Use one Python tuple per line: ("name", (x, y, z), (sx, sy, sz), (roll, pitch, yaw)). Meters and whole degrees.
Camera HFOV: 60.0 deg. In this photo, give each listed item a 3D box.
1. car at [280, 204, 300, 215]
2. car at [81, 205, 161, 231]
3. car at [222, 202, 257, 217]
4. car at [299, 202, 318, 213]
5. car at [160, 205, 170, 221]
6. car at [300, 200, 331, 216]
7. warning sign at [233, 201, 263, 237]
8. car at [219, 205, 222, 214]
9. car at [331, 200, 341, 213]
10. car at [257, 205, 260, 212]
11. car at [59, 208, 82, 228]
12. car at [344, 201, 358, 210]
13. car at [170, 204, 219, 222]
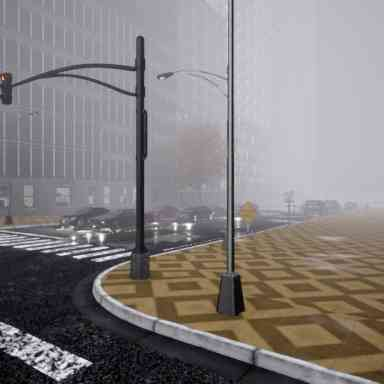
("car", (13.643, 2.372, 46.025), (1.812, 1.442, 4.674), (0, -1, 33))
("car", (-4.856, 1.874, 23.628), (2.033, 1.411, 5.357), (0, -1, 33))
("car", (5.785, 2.204, 40.093), (1.812, 1.442, 4.674), (0, -1, 33))
("car", (19.200, 2.506, 54.716), (1.882, 1.535, 5.008), (0, -1, 33))
("car", (-2.797, 2.007, 32.810), (1.812, 1.442, 4.674), (0, -1, 33))
("car", (16.580, 2.077, 44.480), (2.150, 2.045, 5.566), (0, -1, 33))
("warning sign", (3.136, 1.454, 18.552), (1.300, 1.860, 1.060), (1, 1, 33))
("car", (2.596, 2.223, 41.160), (1.994, 1.385, 4.181), (0, -1, 32))
("car", (22.408, 2.267, 53.509), (2.150, 2.045, 5.566), (0, -1, 33))
("car", (8.607, 2.333, 50.371), (1.882, 1.535, 5.008), (0, -1, 33))
("car", (-7.724, 1.844, 25.166), (1.812, 1.442, 4.674), (0, -1, 31))
("car", (31.503, 2.662, 65.686), (2.097, 1.767, 4.553), (0, -1, 33))
("car", (0.346, 2.003, 31.685), (1.837, 1.490, 4.892), (0, -1, 33))
